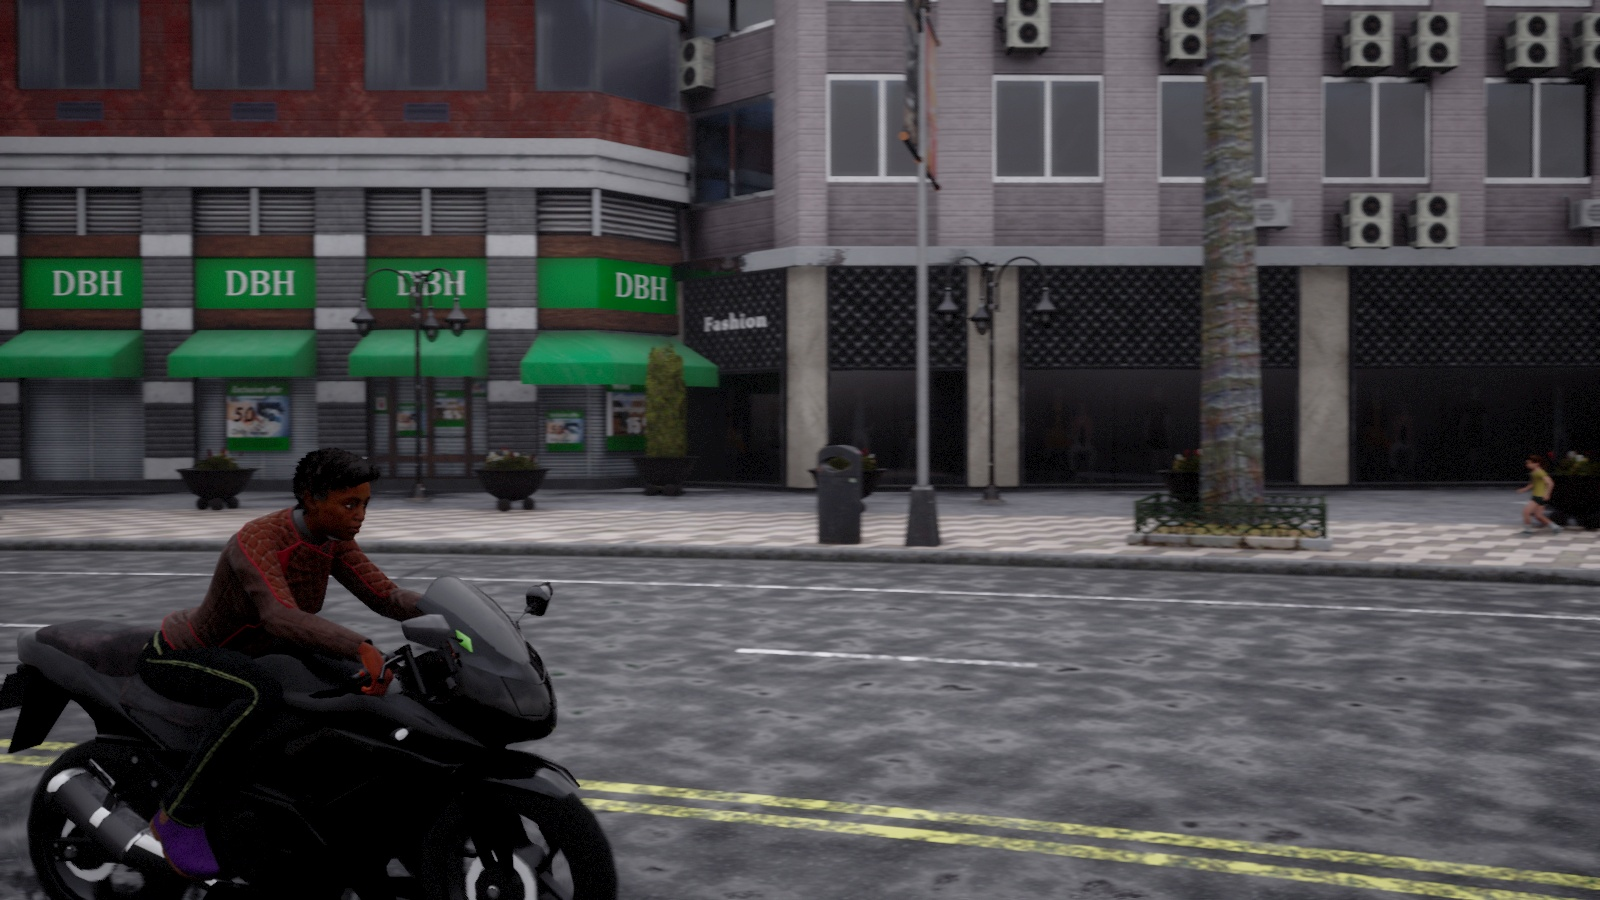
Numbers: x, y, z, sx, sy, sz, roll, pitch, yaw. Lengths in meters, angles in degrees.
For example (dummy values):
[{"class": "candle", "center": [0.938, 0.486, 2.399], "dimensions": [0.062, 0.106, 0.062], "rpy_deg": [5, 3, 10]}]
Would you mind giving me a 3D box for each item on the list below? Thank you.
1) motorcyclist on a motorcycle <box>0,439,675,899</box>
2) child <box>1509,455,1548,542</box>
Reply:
[{"class": "motorcyclist on a motorcycle", "center": [-1.470, 0.741, 3.697], "dimensions": [2.044, 1.523, 0.797], "rpy_deg": [0, 1, 16]}, {"class": "child", "center": [9.410, 0.621, 16.220], "dimensions": [0.394, 1.110, 0.255], "rpy_deg": [1, 1, 23]}]
